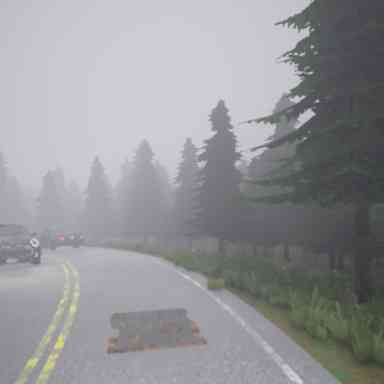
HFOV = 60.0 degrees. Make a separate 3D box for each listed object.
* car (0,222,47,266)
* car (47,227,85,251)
[{"bbox_3d":[-7.695,2.106,13.889,2.097,1.767,4.553,1,-6,-33],"label":"car"},{"bbox_3d":[-8.986,3.033,21.749,5.357,1.411,2.033,-8,-6,44],"label":"car"}]
